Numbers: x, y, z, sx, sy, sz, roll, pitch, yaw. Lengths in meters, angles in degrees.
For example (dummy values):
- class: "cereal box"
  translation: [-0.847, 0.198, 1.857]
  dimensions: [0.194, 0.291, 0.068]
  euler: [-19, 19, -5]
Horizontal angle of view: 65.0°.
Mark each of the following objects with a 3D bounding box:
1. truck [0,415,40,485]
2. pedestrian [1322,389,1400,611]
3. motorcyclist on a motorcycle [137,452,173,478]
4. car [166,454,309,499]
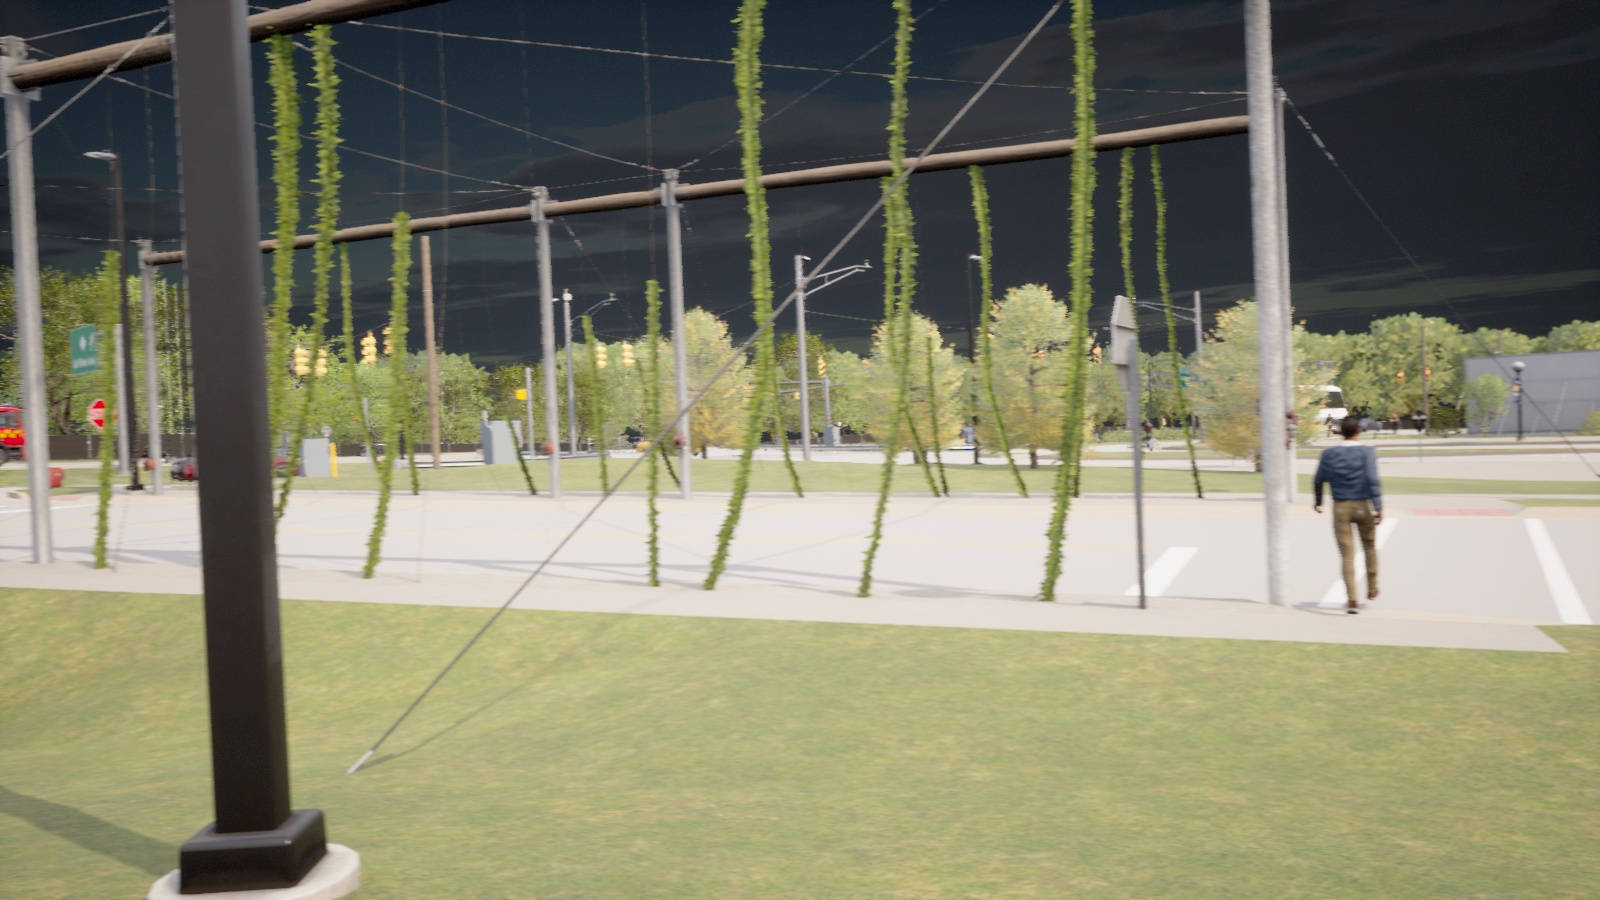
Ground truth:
- class: "truck"
  translation: [-46.484, 0.151, 68.066]
  dimensions: [8.468, 3.827, 2.891]
  euler: [-3, 0, -43]
- class: "pedestrian"
  translation: [5.148, 0.436, 11.506]
  dimensions: [0.423, 1.949, 0.788]
  euler: [-3, 1, 34]
- class: "motorcyclist on a motorcycle"
  translation: [-41.966, 0.984, 81.711]
  dimensions: [1.817, 1.590, 0.866]
  euler: [-3, 0, -43]
- class: "car"
  translation: [-20.081, 0.932, 44.935]
  dimensions: [4.181, 1.385, 1.994]
  euler: [-3, 0, -43]
